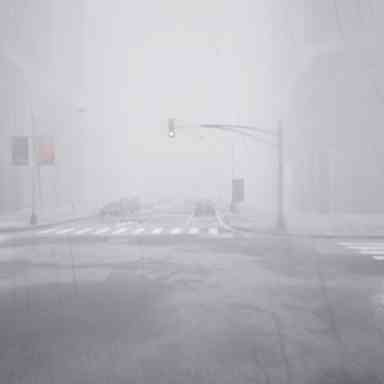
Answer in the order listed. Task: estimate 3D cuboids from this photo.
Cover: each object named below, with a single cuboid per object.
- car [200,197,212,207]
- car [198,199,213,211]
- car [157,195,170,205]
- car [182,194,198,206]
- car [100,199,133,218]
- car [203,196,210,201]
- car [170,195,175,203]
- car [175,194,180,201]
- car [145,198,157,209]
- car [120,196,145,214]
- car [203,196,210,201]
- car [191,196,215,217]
[{"bbox_3d":[2.213,1.584,52.735,1.887,1.381,4.507,-1,0,3],"label":"car"},{"bbox_3d":[1.705,1.600,41.897,1.802,1.307,4.206,-1,0,3],"label":"car"},{"bbox_3d":[-5.793,1.705,63.982,1.802,1.307,4.206,-1,0,3],"label":"car"},{"bbox_3d":[-0.206,1.574,57.937,1.837,1.490,4.892,0,0,3],"label":"car"},{"bbox_3d":[-7.320,1.625,31.462,1.947,1.339,4.313,-1,0,3],"label":"car"},{"bbox_3d":[3.994,1.683,90.668,2.008,1.369,4.403,-1,0,3],"label":"car"},{"bbox_3d":[-5.541,1.450,69.403,2.192,1.841,5.009,-1,0,3],"label":"car"},{"bbox_3d":[-4.775,1.722,85.662,1.887,1.381,4.507,-1,0,3],"label":"car"},{"bbox_3d":[-6.565,1.613,47.552,1.752,1.417,4.829,-1,0,3],"label":"car"},{"bbox_3d":[-7.068,1.383,36.882,2.192,1.841,5.009,-1,0,3],"label":"car"},{"bbox_3d":[3.739,1.662,85.250,1.887,1.381,4.507,-1,0,3],"label":"car"},{"bbox_3d":[1.194,1.439,31.060,1.967,1.590,4.097,-1,0,3],"label":"car"}]
